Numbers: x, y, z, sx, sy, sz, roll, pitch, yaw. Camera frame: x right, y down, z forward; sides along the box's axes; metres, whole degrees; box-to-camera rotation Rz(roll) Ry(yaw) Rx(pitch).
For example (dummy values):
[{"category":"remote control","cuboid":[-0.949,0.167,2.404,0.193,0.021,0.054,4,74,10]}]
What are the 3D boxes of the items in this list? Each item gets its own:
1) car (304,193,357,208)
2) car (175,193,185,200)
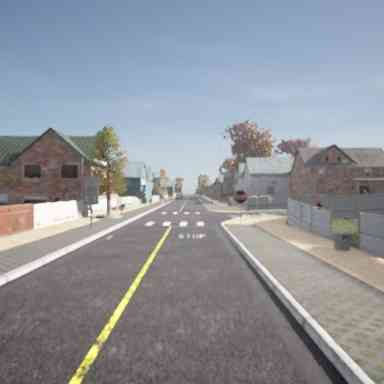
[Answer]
[{"category":"car","cuboid":[11.374,0.931,27.821,4.553,1.767,2.097,-2,-1,1]},{"category":"car","cuboid":[-2.744,1.053,77.219,1.837,1.490,4.892,0,0,0]}]
